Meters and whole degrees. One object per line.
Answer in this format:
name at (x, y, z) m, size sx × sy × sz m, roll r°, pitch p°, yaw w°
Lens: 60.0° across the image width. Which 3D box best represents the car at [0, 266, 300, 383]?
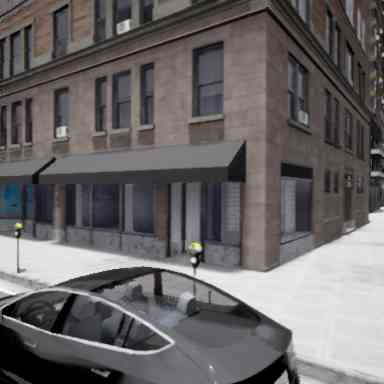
car at (-1.009, 1.555, 3.796) m, size 4.313 × 1.339 × 1.947 m, roll 0°, pitch 0°, yaw 35°
